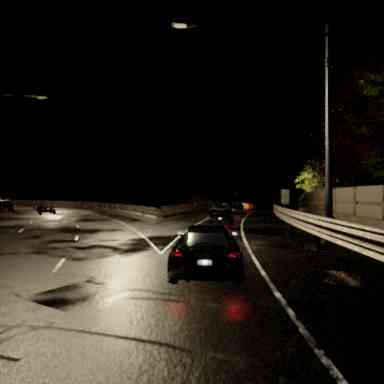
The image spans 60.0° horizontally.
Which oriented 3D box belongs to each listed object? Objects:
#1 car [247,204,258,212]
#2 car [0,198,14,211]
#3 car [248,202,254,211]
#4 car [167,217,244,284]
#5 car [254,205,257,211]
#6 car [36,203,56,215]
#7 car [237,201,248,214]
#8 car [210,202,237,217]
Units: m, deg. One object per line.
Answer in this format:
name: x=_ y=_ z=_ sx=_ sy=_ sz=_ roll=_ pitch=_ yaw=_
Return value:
car: x=13.965 y=3.693 z=76.575 sx=1.882 sy=1.535 sz=5.008 roll=0 pitch=-5 yaw=16
car: x=-27.594 y=2.071 z=49.125 sx=1.837 sy=1.490 sz=4.892 roll=1 pitch=-1 yaw=-36
car: x=8.901 y=2.291 z=56.490 sx=2.097 sy=1.767 sz=4.553 roll=0 pitch=-2 yaw=13
car: x=0.443 y=1.686 z=10.013 sx=1.994 sy=1.385 sz=4.181 roll=0 pitch=-1 yaw=4
car: x=11.406 y=2.842 z=66.718 sx=2.097 sy=1.767 sz=4.553 roll=0 pitch=-4 yaw=14
car: x=-17.913 y=2.021 z=40.777 sx=2.033 sy=1.411 sz=5.357 roll=0 pitch=-1 yaw=-30
car: x=5.780 y=2.025 z=43.404 sx=2.128 sy=1.511 sz=4.902 roll=0 pitch=-1 yaw=13
car: x=2.568 y=1.843 z=28.227 sx=1.837 sy=1.490 sz=4.892 roll=0 pitch=-1 yaw=9
